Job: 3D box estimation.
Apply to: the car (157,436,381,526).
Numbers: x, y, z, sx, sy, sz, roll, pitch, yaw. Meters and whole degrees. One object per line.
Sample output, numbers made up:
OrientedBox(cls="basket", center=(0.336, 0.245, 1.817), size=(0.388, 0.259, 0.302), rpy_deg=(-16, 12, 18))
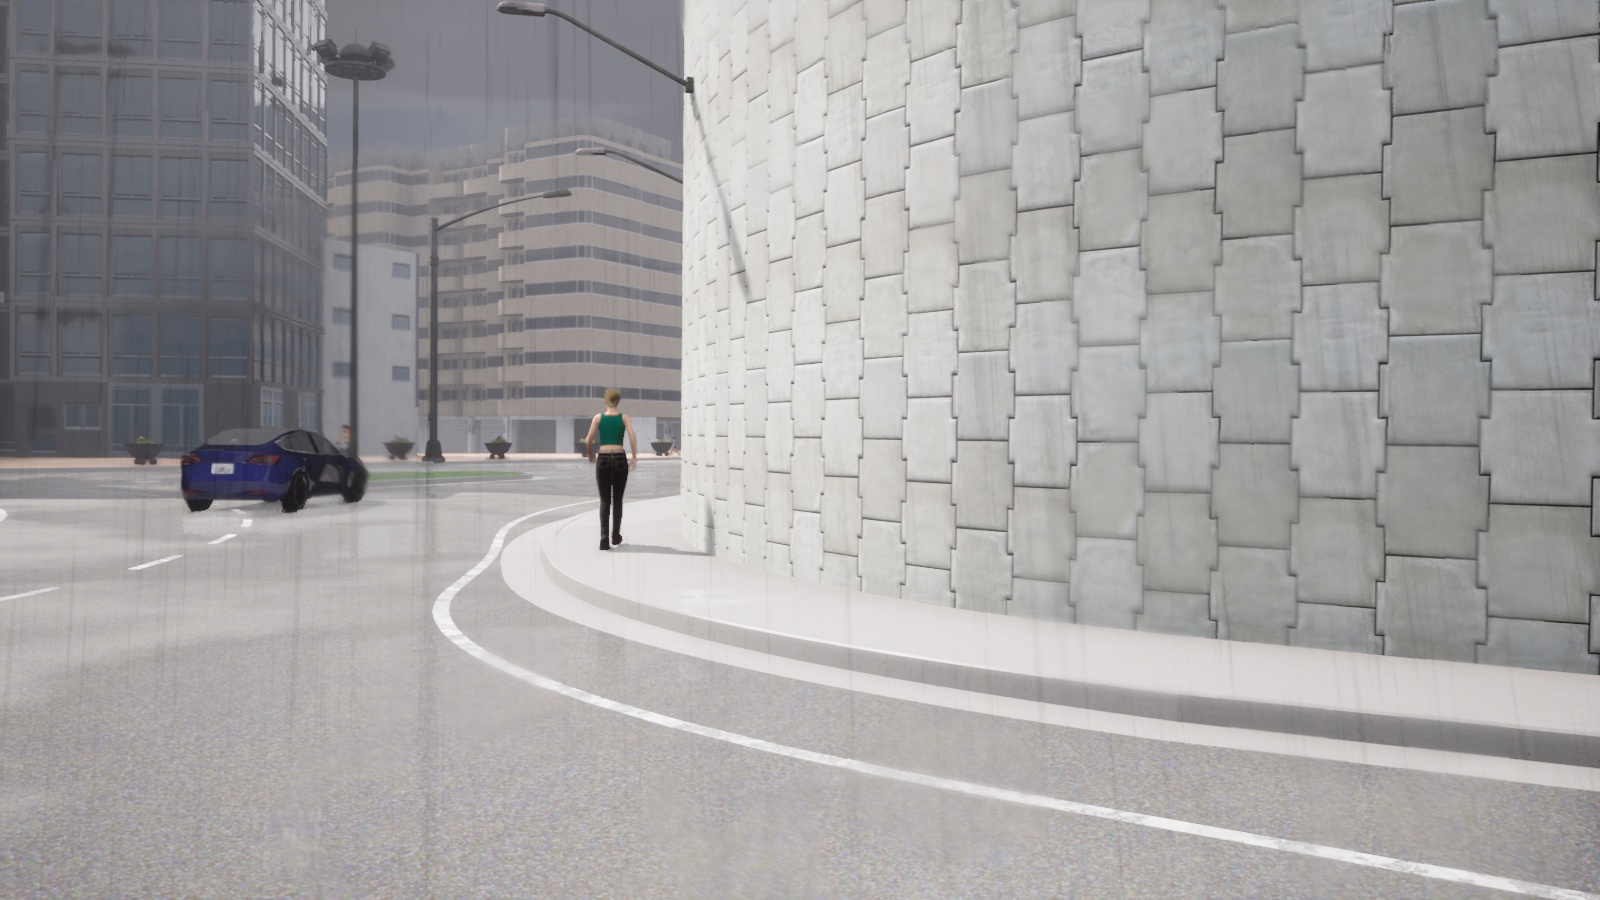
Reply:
OrientedBox(cls="car", center=(-9.795, 0.501, 23.677), size=(2.163, 1.488, 4.792), rpy_deg=(-1, 1, 0))

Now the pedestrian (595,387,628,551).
OrientedBox(cls="pedestrian", center=(-2.147, 0.212, 14.361), size=(0.345, 1.836, 0.594), rpy_deg=(-1, 1, -8))
